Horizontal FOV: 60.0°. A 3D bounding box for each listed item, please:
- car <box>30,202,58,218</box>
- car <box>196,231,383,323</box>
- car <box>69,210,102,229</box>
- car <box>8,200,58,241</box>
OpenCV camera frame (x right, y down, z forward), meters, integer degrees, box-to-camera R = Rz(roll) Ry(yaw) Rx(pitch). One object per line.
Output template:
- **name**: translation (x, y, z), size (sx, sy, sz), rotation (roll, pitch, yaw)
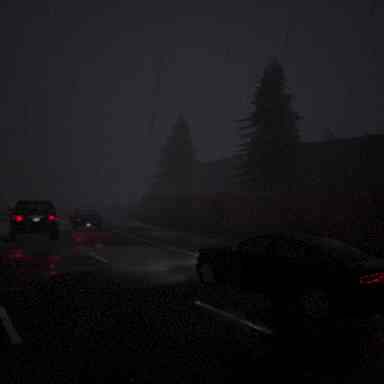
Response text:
- **car**: translation (-15.971, 1.910, 36.168), size (2.128, 1.511, 4.902), rotation (1, -1, -16)
- **car**: translation (2.122, 1.663, 7.830), size (1.882, 1.535, 5.008), rotation (2, -1, -38)
- **car**: translation (-7.920, 1.931, 24.413), size (1.895, 1.301, 4.718), rotation (1, -1, -25)
- **car**: translation (-8.653, 1.424, 18.074), size (2.150, 2.045, 5.566), rotation (1, -1, -29)
